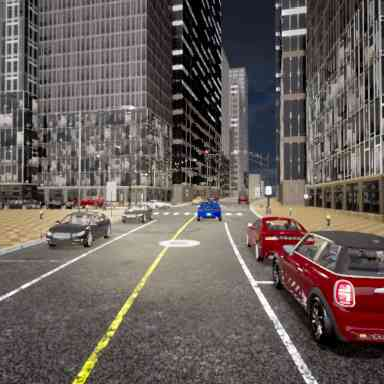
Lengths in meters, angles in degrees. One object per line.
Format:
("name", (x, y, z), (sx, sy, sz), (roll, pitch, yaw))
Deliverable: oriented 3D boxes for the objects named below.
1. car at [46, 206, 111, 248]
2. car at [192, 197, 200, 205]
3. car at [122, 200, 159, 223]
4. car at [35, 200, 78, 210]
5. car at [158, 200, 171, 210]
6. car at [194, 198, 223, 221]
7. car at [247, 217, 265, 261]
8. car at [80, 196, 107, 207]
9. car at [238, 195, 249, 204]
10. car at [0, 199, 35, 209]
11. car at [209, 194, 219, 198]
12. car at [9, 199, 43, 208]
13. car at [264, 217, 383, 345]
("car", (-4.881, 1.561, 14.875), (2.008, 1.369, 4.403), (1, 0, 3))
("car", (1.158, 1.641, 62.528), (1.752, 1.417, 4.829), (1, 0, 12))
("car", (-4.130, 1.574, 25.665), (2.008, 1.369, 4.403), (1, 0, 5))
("car", (-16.961, 1.637, 41.927), (4.313, 1.339, 1.947), (0, -1, 13))
("car", (-5.217, 1.699, 43.945), (4.718, 1.301, 1.895), (-1, -1, 30))
("car", (1.478, 1.494, 27.135), (1.882, 1.535, 5.008), (0, 0, 5))
("car", (3.006, 1.547, 11.967), (1.887, 1.381, 4.507), (1, 0, 3))
("car", (-15.150, 1.535, 49.599), (5.009, 1.841, 2.192), (0, -1, 13))
("car", (10.075, 1.411, 65.083), (2.192, 1.841, 5.009), (1, 0, 13))
("car", (-22.402, 1.653, 43.217), (4.403, 1.369, 2.008), (0, -1, 13))
("car", (5.152, 1.491, 78.767), (2.192, 1.841, 5.009), (1, 0, 14))
("car", (-26.037, 1.833, 52.177), (4.403, 1.369, 2.008), (0, -1, 13))
("car", (2.814, 1.441, 6.327), (1.967, 1.590, 4.097), (1, 0, 2))
